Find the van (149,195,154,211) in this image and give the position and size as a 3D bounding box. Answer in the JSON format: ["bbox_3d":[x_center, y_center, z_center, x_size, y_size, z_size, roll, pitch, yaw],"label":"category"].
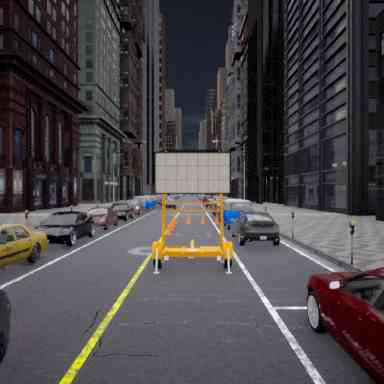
[{"bbox_3d":[-5.688,1.360,37.719,1.690,1.788,3.998,0,0,0],"label":"van"}]

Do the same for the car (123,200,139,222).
[{"bbox_3d":[-5.711,1.575,26.445,1.947,1.339,4.313,0,0,0],"label":"car"}]

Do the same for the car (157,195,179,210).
[{"bbox_3d":[-3.012,1.502,43.123,1.882,1.535,5.008,0,0,0],"label":"car"}]

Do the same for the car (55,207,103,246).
[{"bbox_3d":[-5.734,1.569,15.172,1.947,1.339,4.313,0,0,0],"label":"car"}]

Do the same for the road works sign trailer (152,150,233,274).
[{"bbox_3d":[0.021,0.466,10.562,2.380,3.560,2.880,0,0,0],"label":"road works sign trailer"}]

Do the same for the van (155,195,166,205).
[{"bbox_3d":[-5.642,1.386,60.264,1.690,1.788,3.998,0,0,0],"label":"van"}]

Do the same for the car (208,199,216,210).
[{"bbox_3d":[2.826,1.595,32.081,1.802,1.307,4.206,0,0,0],"label":"car"}]

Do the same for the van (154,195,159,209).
[{"bbox_3d":[-5.677,1.366,43.355,1.690,1.788,3.998,0,0,0],"label":"van"}]

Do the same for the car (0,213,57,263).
[{"bbox_3d":[-5.745,1.526,9.365,1.752,1.417,4.829,0,0,0],"label":"car"}]

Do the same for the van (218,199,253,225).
[{"bbox_3d":[2.802,1.347,20.808,1.690,1.788,3.998,0,0,0],"label":"van"}]

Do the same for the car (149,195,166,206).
[{"bbox_3d":[-5.654,1.352,54.628,2.192,1.841,5.009,0,0,0],"label":"car"}]

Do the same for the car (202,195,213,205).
[{"bbox_3d":[2.860,1.575,48.989,1.887,1.381,4.507,0,0,0],"label":"car"}]

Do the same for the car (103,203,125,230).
[{"bbox_3d":[-5.722,1.588,20.809,1.802,1.307,4.206,0,0,0],"label":"car"}]

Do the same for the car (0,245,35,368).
[{"bbox_3d":[-3.097,1.504,2.096,1.837,1.490,4.892,0,0,0],"label":"car"}]

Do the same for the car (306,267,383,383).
[{"bbox_3d":[2.769,1.545,3.899,1.887,1.381,4.507,0,0,0],"label":"car"}]

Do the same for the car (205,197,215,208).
[{"bbox_3d":[2.837,1.569,37.717,2.008,1.369,4.403,0,0,0],"label":"car"}]

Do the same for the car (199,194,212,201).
[{"bbox_3d":[2.882,1.360,60.261,2.192,1.841,5.009,0,0,0],"label":"car"}]

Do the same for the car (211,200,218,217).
[{"bbox_3d":[2.814,1.560,26.444,2.008,1.369,4.403,0,0,0],"label":"car"}]

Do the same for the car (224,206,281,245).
[{"bbox_3d":[2.791,1.554,15.172,2.008,1.369,4.403,0,0,0],"label":"car"}]

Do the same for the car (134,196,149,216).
[{"bbox_3d":[-5.700,1.454,32.082,1.967,1.590,4.097,0,0,0],"label":"car"}]
